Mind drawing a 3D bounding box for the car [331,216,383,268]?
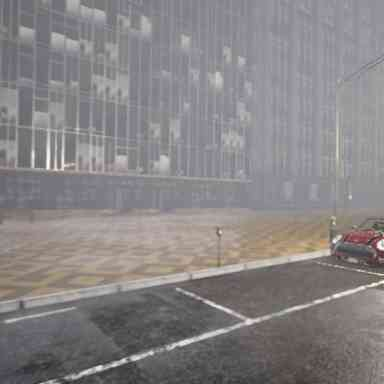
[{"bbox_3d":[6.471,1.547,11.150,4.097,1.590,1.967,1,0,-35],"label":"car"}]
